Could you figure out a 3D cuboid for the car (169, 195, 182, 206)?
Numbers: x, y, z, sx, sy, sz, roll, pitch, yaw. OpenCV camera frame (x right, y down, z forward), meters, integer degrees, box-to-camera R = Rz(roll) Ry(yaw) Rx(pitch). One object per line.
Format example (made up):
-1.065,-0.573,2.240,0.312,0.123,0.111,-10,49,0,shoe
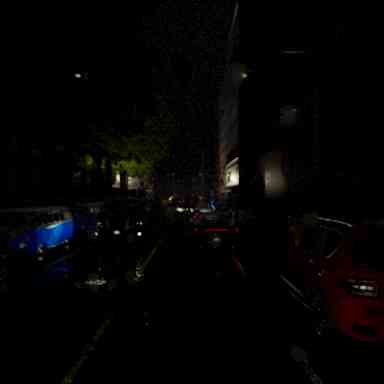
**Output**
-3.032,1.732,62.186,2.097,1.767,4.553,0,0,0,car

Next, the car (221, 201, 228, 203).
2.840,1.766,29.059,1.802,1.307,4.206,0,0,0,car

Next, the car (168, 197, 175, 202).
-5.719,2.040,95.174,1.752,1.417,4.829,0,0,0,car

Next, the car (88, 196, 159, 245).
-3.108,1.330,16.507,2.150,2.045,5.566,0,0,0,car

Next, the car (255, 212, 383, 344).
2.851,1.359,6.419,2.192,1.841,5.009,0,0,0,car

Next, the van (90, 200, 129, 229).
-5.682,1.492,23.368,1.690,1.788,3.998,0,0,0,van

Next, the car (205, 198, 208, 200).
2.835,1.793,40.380,1.887,1.381,4.507,0,0,0,car

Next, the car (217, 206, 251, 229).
2.844,1.733,23.398,1.802,1.307,4.206,0,0,0,car

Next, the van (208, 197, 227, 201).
2.837,1.558,34.720,1.690,1.788,3.998,0,0,0,van

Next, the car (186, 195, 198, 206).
-0.034,1.602,64.959,2.150,2.045,5.566,0,0,0,car

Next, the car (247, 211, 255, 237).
2.846,1.661,17.738,1.887,1.381,4.507,0,0,0,car

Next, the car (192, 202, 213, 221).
0.885,1.718,30.370,1.812,1.442,4.674,0,0,0,car

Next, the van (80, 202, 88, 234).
-5.680,1.457,17.709,1.690,1.788,3.998,0,0,0,van

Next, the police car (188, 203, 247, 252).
0.892,1.522,14.481,1.930,1.638,5.238,0,0,0,police car

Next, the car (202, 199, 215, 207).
2.826,1.903,57.360,1.947,1.339,4.313,0,0,0,car

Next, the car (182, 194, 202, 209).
-0.026,1.520,49.860,2.150,2.045,5.566,0,0,0,car

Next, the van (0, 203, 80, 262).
-5.676,1.422,12.052,1.690,1.788,3.998,0,0,0,van

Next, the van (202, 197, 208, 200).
2.829,1.649,51.701,1.690,1.788,3.998,0,0,0,van

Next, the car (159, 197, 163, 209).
-5.696,1.623,51.657,2.192,1.841,5.009,0,0,0,car

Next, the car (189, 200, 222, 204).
0.887,1.613,24.560,1.801,1.575,5.366,0,0,0,car
